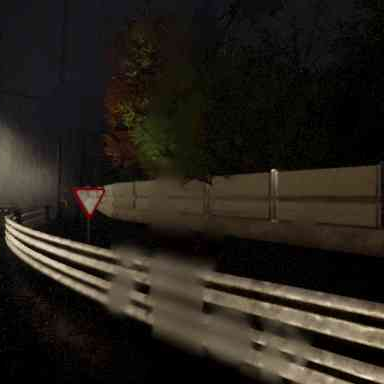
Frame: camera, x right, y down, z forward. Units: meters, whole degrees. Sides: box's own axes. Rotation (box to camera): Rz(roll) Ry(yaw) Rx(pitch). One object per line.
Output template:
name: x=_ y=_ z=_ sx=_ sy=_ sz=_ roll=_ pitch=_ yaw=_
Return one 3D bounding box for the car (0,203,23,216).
car: x=-19.293 y=1.856 z=34.879 sx=2.033 sy=1.411 sz=5.357 roll=0 pitch=0 yaw=-13
